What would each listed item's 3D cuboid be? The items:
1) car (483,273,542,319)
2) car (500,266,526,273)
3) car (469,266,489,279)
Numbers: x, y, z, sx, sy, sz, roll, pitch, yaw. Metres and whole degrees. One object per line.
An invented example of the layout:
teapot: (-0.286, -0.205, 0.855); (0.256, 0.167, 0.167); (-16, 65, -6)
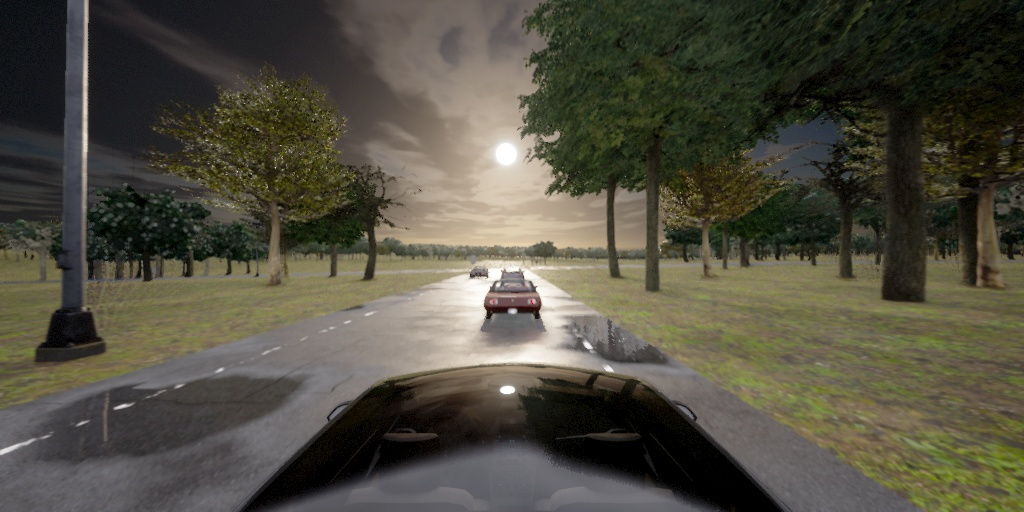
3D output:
car: (0.044, 1.490, 13.527); (1.895, 1.301, 4.718); (0, -1, 1)
car: (0.056, 1.578, 29.133); (2.128, 1.511, 4.902); (0, -1, 0)
car: (-3.590, 1.802, 40.062); (1.994, 1.385, 4.181); (0, -1, -1)
